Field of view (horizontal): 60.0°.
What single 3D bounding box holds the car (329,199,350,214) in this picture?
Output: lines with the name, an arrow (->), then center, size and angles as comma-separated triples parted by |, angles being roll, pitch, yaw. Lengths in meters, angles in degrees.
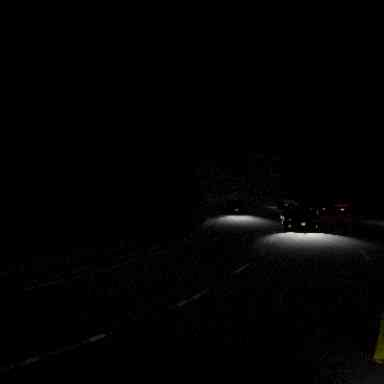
car -> 15.213, 1.498, 35.660 | 1.837, 1.490, 4.892 | 0, 0, 4

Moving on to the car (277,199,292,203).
car -> 12.147, 1.593, 42.673 | 1.895, 1.301, 4.718 | 0, 0, 4

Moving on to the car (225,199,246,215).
car -> 4.457, 1.486, 34.419 | 2.128, 1.511, 4.902 | 0, 0, 3

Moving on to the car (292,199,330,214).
car -> 11.513, 1.595, 32.531 | 1.895, 1.301, 4.718 | 0, 0, 4

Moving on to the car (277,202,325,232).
car -> 6.453, 1.560, 20.127 | 1.994, 1.385, 4.181 | 0, 0, 11
